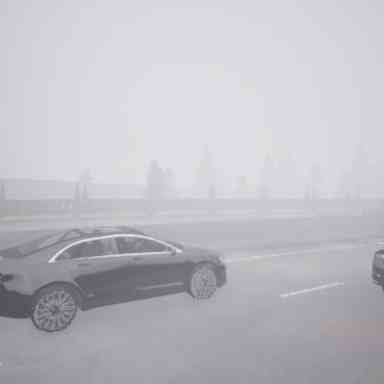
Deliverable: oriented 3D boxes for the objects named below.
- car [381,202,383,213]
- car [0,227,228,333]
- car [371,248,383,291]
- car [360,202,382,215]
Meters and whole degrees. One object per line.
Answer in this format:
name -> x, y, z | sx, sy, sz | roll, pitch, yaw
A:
car -> 18.981, 1.533, 27.958 | 4.902, 1.511, 2.128 | 0, 0, -16
car -> -1.478, 1.465, 6.748 | 4.902, 1.511, 2.128 | 0, 0, -33
car -> 5.961, 1.493, 7.177 | 4.902, 1.511, 2.128 | 0, 0, -30
car -> 18.051, 1.603, 31.314 | 4.181, 1.385, 1.994 | 0, 0, -17
